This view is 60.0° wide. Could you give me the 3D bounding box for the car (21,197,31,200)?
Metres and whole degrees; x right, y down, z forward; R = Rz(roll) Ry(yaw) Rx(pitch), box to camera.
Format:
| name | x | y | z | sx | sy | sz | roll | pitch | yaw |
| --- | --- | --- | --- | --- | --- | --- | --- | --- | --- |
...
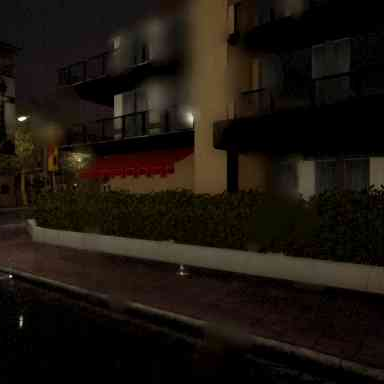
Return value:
| name | x | y | z | sx | sy | sz | roll | pitch | yaw |
| --- | --- | --- | --- | --- | --- | --- | --- | --- | --- |
| car | -35.601 | 1.481 | 67.658 | 4.892 | 1.521 | 2.231 | 0 | 0 | 36 |
